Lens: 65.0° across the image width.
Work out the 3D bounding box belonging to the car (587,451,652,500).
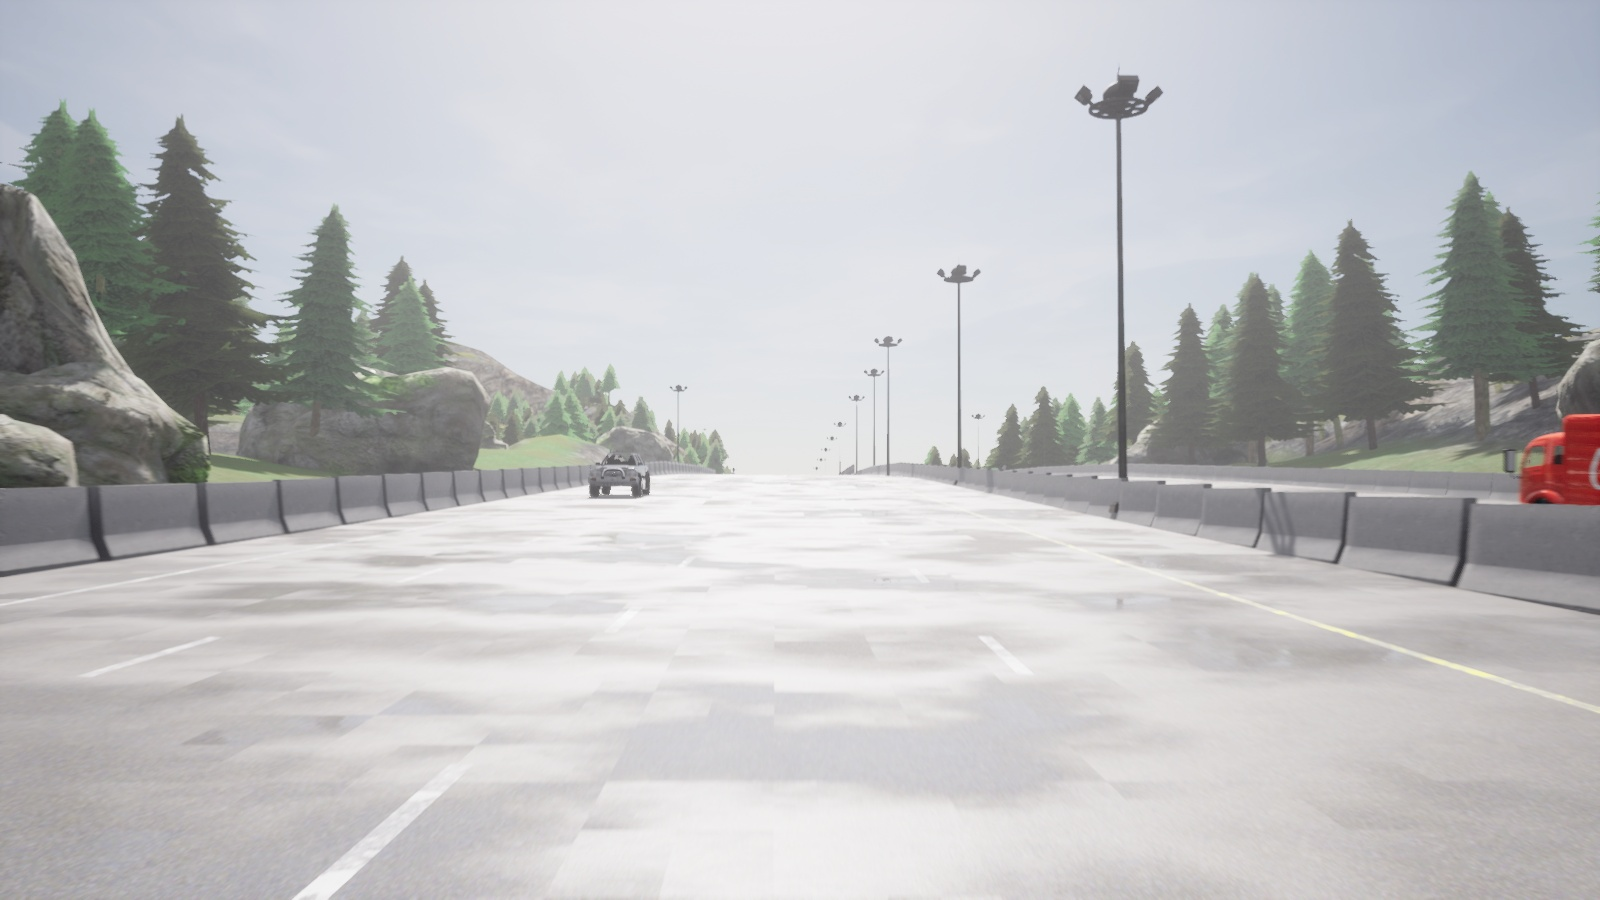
[{"bbox_3d":[-7.125,0.973,50.090,1.932,1.855,4.605,0,0,0],"label":"car"}]

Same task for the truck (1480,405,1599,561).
[{"bbox_3d":[13.947,0.517,20.722,2.627,2.467,5.204,0,0,0],"label":"truck"}]
